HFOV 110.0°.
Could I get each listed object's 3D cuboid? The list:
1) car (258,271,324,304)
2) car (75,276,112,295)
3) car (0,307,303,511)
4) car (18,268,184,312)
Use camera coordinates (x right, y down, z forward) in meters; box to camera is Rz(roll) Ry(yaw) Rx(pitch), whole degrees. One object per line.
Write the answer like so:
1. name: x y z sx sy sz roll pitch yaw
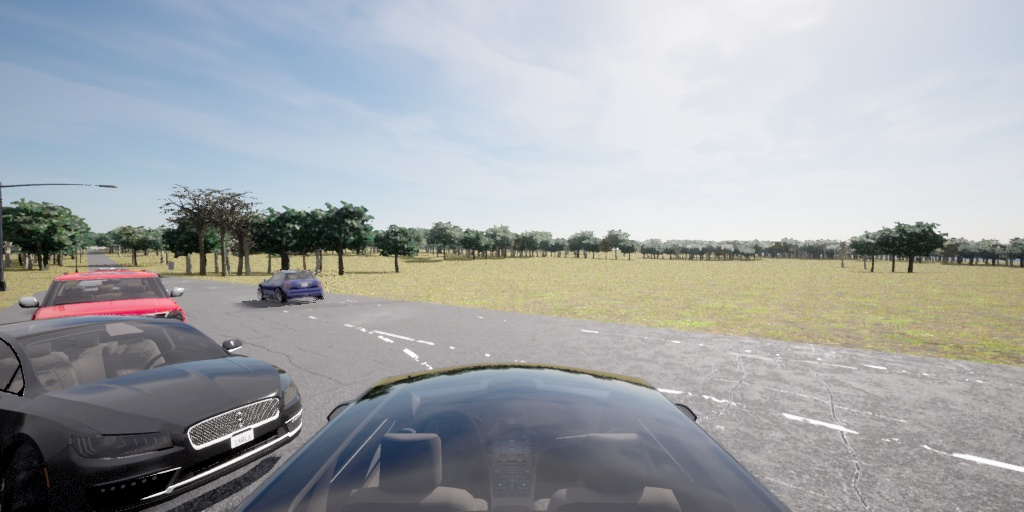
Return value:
1. car: -12.489 1.611 20.142 4.553 1.767 2.097 -2 0 40
2. car: -35.104 2.450 30.095 4.718 1.301 1.895 -2 0 41
3. car: -4.608 1.445 3.953 4.892 1.490 1.837 -3 -3 20
4. car: -9.578 1.385 8.536 5.566 2.045 2.150 -2 0 40
